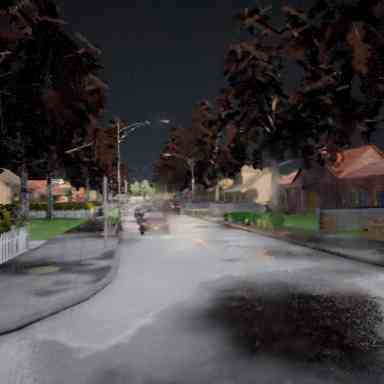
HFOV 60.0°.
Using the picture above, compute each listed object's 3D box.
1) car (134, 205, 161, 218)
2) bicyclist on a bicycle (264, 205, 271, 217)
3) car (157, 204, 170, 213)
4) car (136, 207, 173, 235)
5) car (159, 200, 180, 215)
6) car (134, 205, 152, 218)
[{"bbox_3d":[-4.458,2.271,32.406,2.033,1.411,5.357,-1,-1,-11],"label":"car"},{"bbox_3d":[5.608,1.740,24.366,1.656,1.620,0.582,-1,-1,-11],"label":"bicyclist on a bicycle"},{"bbox_3d":[-4.974,2.745,57.157,1.812,1.442,4.674,-1,-1,-11],"label":"car"},{"bbox_3d":[-2.661,2.032,22.907,1.812,1.442,4.674,-1,-1,-11],"label":"car"},{"bbox_3d":[-2.987,2.204,46.859,2.150,2.045,5.566,-1,-1,-10],"label":"car"},{"bbox_3d":[-6.330,2.445,42.420,2.128,1.511,4.902,-1,-1,-10],"label":"car"}]
